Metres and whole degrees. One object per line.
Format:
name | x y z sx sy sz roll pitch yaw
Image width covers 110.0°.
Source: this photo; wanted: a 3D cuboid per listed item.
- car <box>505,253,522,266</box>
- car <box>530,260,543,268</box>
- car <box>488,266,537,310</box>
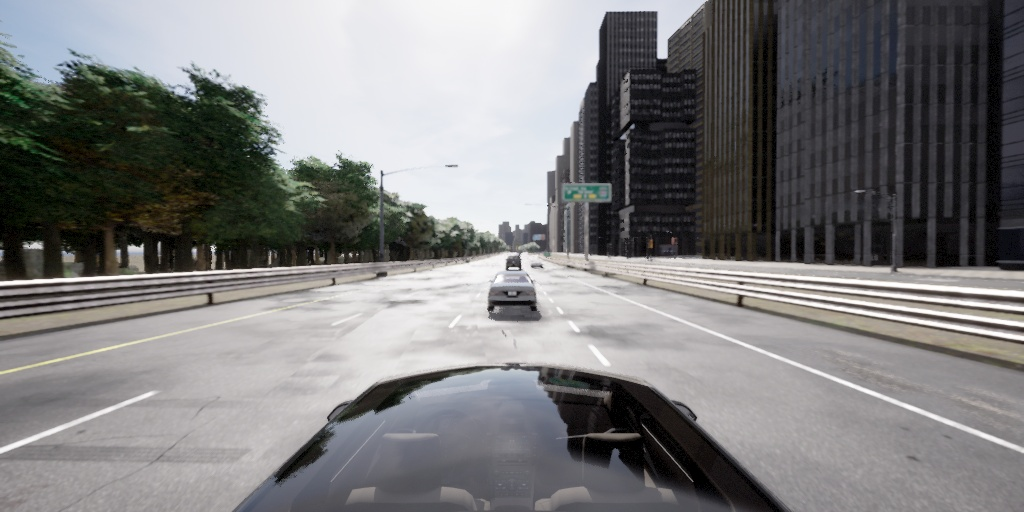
car | 0.247 0.952 50.784 2.150 2.045 5.566 0 0 1
car | 3.930 1.306 58.066 1.895 1.301 4.718 0 0 1
car | 0.015 1.312 14.647 2.033 1.411 5.357 0 0 0
